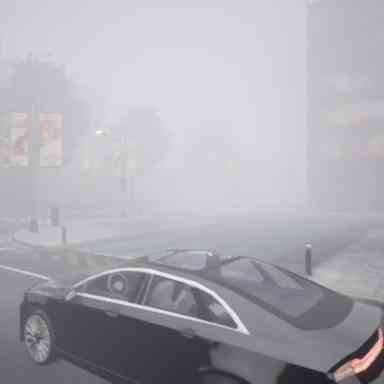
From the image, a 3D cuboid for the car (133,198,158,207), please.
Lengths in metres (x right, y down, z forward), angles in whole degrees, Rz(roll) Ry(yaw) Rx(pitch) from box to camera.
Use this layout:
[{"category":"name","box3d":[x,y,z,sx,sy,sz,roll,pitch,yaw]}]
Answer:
[{"category":"car","box3d":[-7.652,1.713,55.205,1.812,1.442,4.674,0,0,36]}]

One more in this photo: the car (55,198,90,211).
[{"category":"car","box3d":[-15.738,1.536,44.028,2.097,1.767,4.553,0,0,36]}]

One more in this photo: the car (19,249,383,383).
[{"category":"car","box3d":[-0.297,1.505,4.193,4.902,1.511,2.128,0,0,36]}]

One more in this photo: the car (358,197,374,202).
[{"category":"car","box3d":[25.580,1.461,48.575,2.161,1.482,4.786,0,0,36]}]
